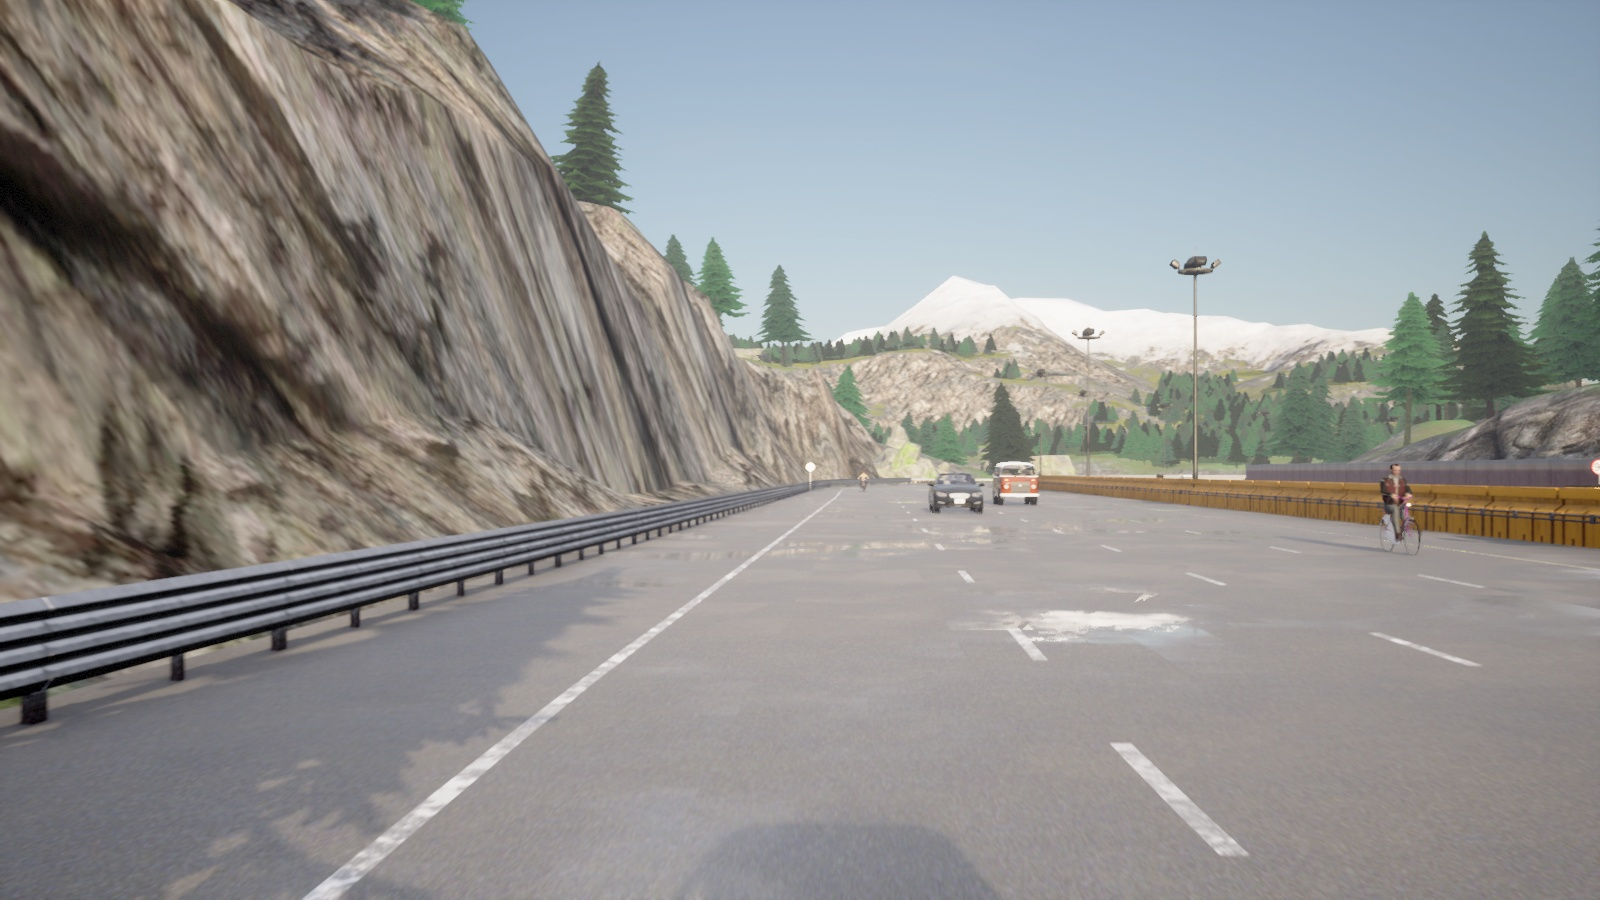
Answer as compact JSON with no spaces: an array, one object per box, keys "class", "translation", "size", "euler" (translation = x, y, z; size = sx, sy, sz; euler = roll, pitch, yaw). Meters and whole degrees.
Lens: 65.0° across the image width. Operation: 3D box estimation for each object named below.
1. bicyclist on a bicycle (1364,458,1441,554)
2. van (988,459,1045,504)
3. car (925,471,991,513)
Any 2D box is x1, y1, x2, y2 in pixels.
[{"class":"bicyclist on a bicycle","translation":[11.570,1.045,24.182],"size":[0.659,1.776,1.843],"euler":[0,-1,3]},{"class":"van","translation":[10.015,1.478,58.409],"size":[2.069,2.038,4.480],"euler":[0,-2,3]},{"class":"car","translation":[5.886,1.537,47.392],"size":[2.128,1.511,4.902],"euler":[0,-1,3]}]
